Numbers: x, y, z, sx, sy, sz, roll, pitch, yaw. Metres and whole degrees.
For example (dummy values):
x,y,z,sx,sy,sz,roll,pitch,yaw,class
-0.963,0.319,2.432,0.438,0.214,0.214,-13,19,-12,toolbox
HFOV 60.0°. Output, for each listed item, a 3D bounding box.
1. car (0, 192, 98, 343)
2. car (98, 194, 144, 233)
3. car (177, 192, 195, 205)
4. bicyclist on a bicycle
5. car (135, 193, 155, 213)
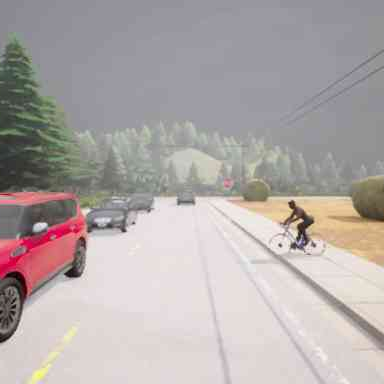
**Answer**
x,y,z,sx,sy,sz,roll,pitch,yaw,class
-3.708,1.069,6.482,2.150,2.045,5.566,0,1,-1,car
-3.922,1.084,16.800,2.128,1.511,4.902,0,1,-1,car
-0.641,0.657,36.523,1.994,1.385,4.181,0,1,-1,car
2.995,1.051,9.469,1.656,1.620,0.582,0,1,-1,bicyclist on a bicycle
-4.123,0.840,27.220,1.837,1.490,4.892,0,1,-1,car
